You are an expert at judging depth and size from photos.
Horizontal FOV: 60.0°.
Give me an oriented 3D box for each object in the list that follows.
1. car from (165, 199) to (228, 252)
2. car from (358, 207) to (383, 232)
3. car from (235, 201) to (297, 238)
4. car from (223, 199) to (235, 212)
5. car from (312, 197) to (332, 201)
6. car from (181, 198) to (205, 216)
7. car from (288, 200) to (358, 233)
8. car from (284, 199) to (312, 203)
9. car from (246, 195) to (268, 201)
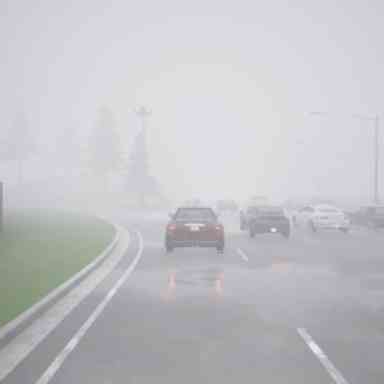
[{"bbox_3d":[0.101,1.272,13.583,2.097,1.767,4.553,0,0,0],"label":"car"},{"bbox_3d":[10.605,1.488,19.344,1.895,1.301,4.718,0,0,0],"label":"car"},{"bbox_3d":[3.603,1.405,17.081,1.837,1.490,4.892,0,0,0],"label":"car"},{"bbox_3d":[3.608,1.396,35.170,1.895,1.301,4.718,0,0,0],"label":"car"},{"bbox_3d":[14.108,1.291,36.806,1.837,1.490,4.892,0,0,0],"label":"car"},{"bbox_3d":[0.107,1.364,31.417,2.033,1.411,5.357,0,0,0],"label":"car"},{"bbox_3d":[7.090,1.417,18.594,1.812,1.442,4.674,0,0,0],"label":"car"},{"bbox_3d":[10.609,1.396,35.169,1.895,1.301,4.718,0,0,0],"label":"car"},{"bbox_3d":[7.108,1.140,36.457,2.097,1.767,4.553,0,0,0],"label":"car"}]
